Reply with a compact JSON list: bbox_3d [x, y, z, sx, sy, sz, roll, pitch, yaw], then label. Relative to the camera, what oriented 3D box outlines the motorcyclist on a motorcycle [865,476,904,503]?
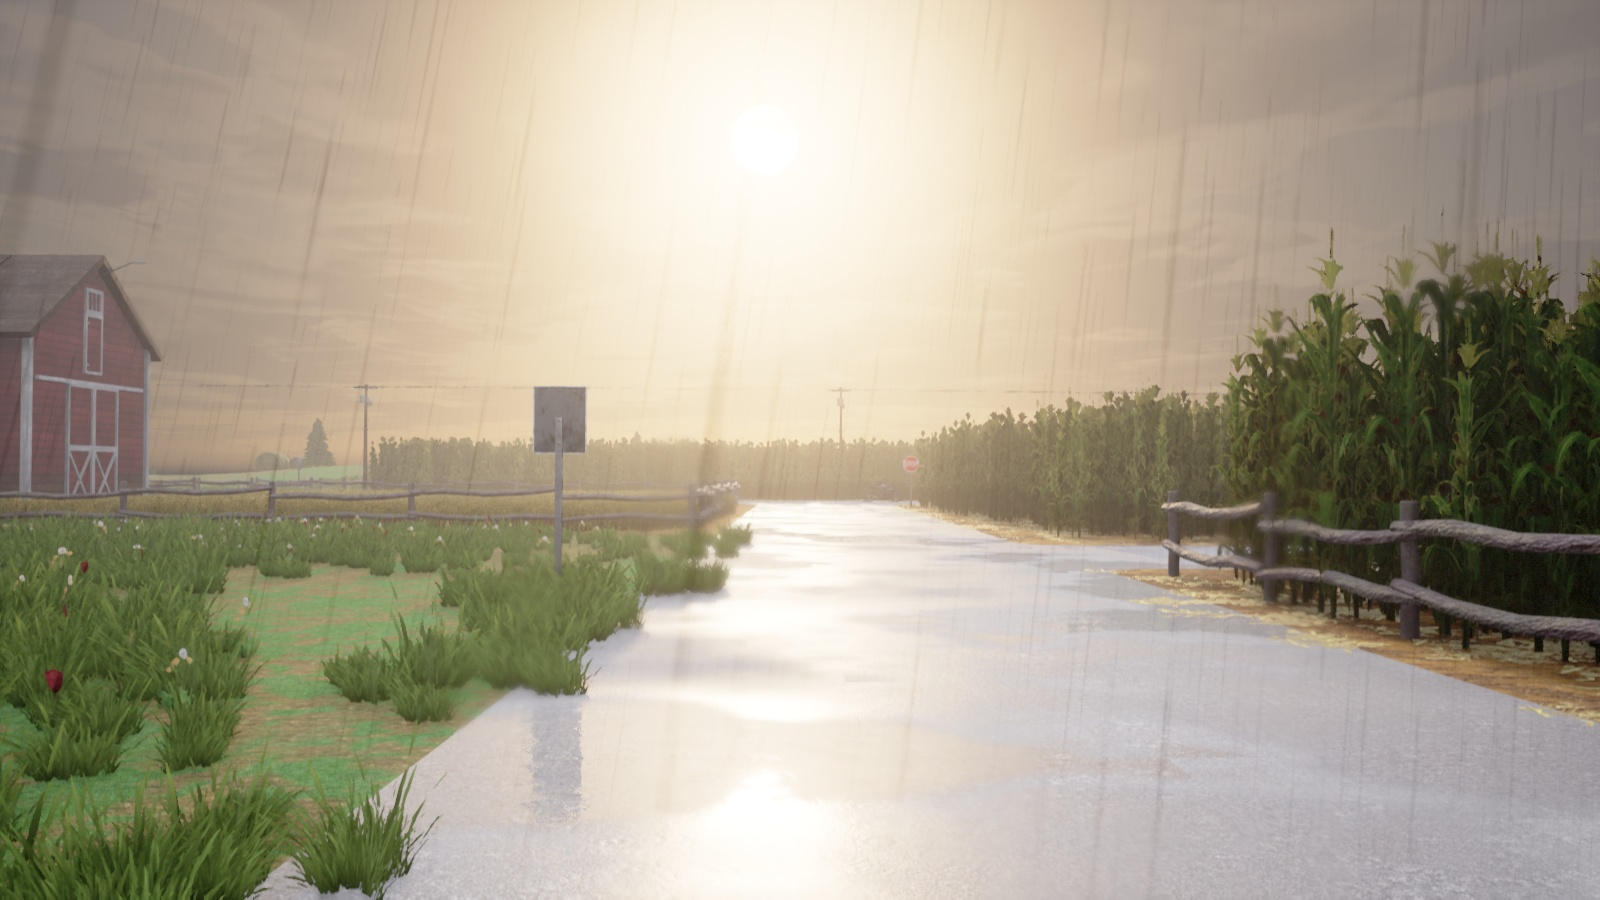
[{"bbox_3d":[4.927,2.300,73.243,2.191,1.530,0.866,0,-1,-2],"label":"motorcyclist on a motorcycle"}]
